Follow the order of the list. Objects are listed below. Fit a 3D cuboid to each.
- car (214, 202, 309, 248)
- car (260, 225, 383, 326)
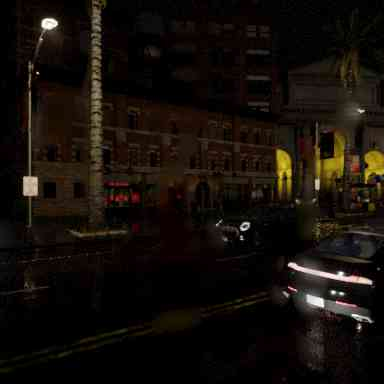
[{"bbox_3d":[3.160,1.352,14.879,4.553,1.767,2.097,0,0,-36],"label":"car"},{"bbox_3d":[3.911,1.492,6.610,4.902,1.511,2.128,0,0,-35],"label":"car"}]
